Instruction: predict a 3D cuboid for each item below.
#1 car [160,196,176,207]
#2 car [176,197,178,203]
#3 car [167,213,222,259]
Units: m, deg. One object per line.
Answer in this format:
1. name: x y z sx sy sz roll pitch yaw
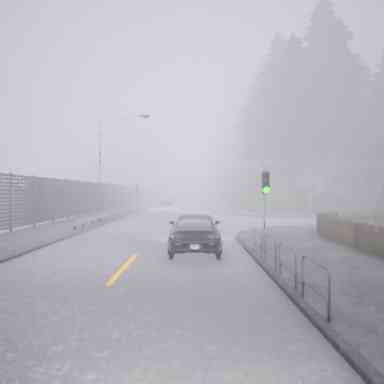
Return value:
1. car: -4.004 1.615 52.850 1.895 1.301 4.718 0 0 0
2. car: -3.912 1.518 68.395 1.837 1.490 4.892 0 1 0
3. car: 0.096 1.529 12.573 1.812 1.442 4.674 0 0 0
